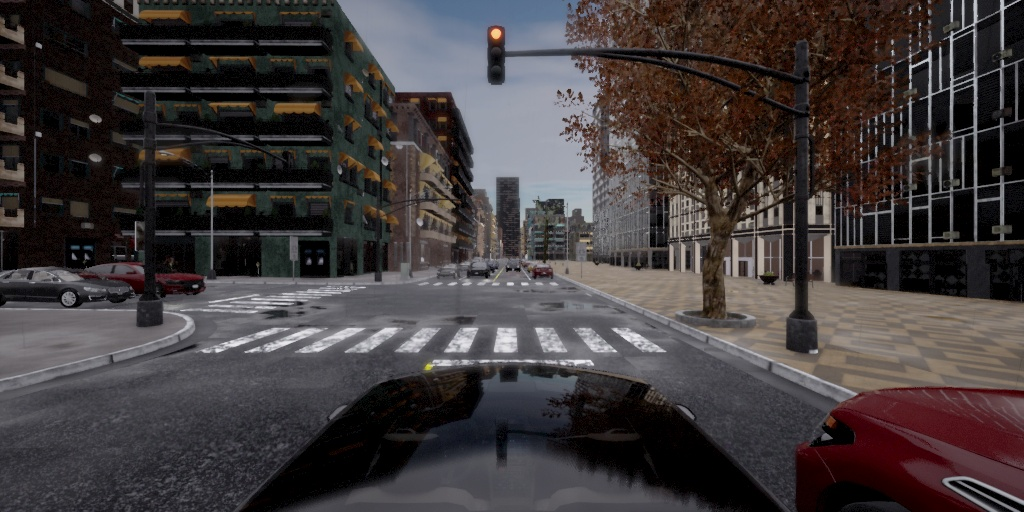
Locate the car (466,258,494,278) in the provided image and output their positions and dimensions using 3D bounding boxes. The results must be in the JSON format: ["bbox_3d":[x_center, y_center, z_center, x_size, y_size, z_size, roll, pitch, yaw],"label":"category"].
[{"bbox_3d":[-3.051,1.241,33.676,1.882,1.535,5.008,0,0,0],"label":"car"}]

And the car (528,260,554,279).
[{"bbox_3d":[2.732,1.307,32.381,1.888,1.381,4.507,0,0,0],"label":"car"}]

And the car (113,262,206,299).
[{"bbox_3d":[-16.188,1.025,15.547,5.008,1.535,1.882,0,0,1],"label":"car"}]

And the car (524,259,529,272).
[{"bbox_3d":[2.747,1.298,43.616,1.751,1.417,4.829,0,0,0],"label":"car"}]

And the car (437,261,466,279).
[{"bbox_3d":[-5.648,1.312,32.392,2.007,1.370,4.403,0,0,0],"label":"car"}]

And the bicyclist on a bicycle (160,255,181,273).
[{"bbox_3d":[-23.138,0.761,24.260,0.582,1.620,1.656,1,0,-1],"label":"bicyclist on a bicycle"}]

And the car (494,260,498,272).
[{"bbox_3d":[-3.025,1.374,43.700,1.895,1.301,4.718,0,0,0],"label":"car"}]

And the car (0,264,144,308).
[{"bbox_3d":[-16.420,1.091,12.991,4.403,1.370,2.007,0,0,0],"label":"car"}]

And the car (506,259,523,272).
[{"bbox_3d":[0.161,1.378,47.485,1.895,1.301,4.718,0,0,0],"label":"car"}]

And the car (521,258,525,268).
[{"bbox_3d":[2.769,1.375,60.043,1.802,1.307,4.207,0,0,0],"label":"car"}]
